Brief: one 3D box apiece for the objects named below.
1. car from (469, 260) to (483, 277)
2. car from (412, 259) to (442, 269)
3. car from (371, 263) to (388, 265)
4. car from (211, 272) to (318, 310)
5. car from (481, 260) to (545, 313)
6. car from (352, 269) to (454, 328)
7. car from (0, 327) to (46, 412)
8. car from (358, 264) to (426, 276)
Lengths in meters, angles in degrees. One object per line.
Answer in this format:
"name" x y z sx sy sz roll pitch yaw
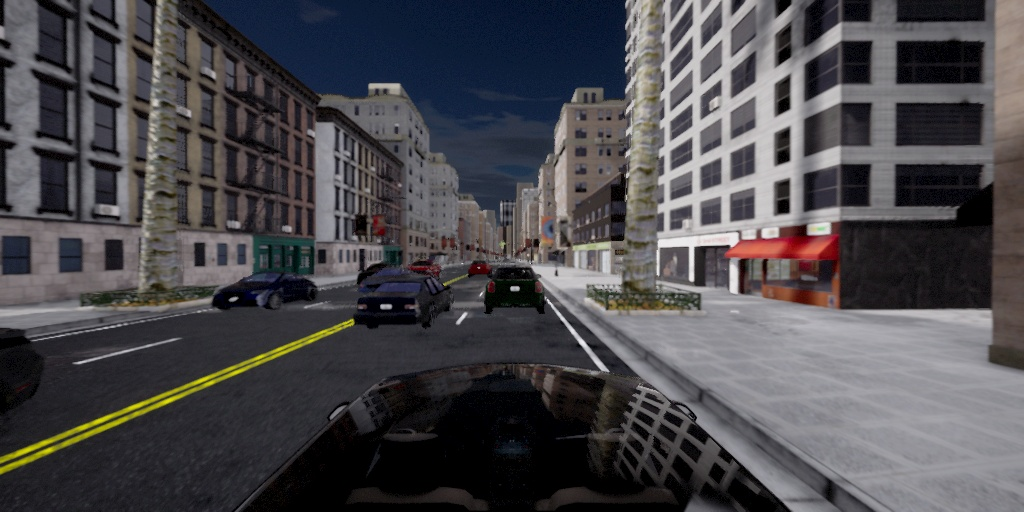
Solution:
"car" -3.147 1.173 36.428 2.097 1.767 4.553 0 0 0
"car" -6.497 0.995 26.570 1.882 1.535 5.008 0 0 0
"car" -9.748 1.305 26.572 1.837 1.490 4.892 0 0 0
"car" -9.841 1.339 14.663 1.994 1.385 4.181 0 0 0
"car" 0.101 1.126 14.197 2.097 1.767 4.553 0 0 0
"car" -3.151 1.317 11.463 2.033 1.411 5.357 0 0 0
"car" -6.593 1.257 2.228 1.837 1.490 4.892 0 0 0
"car" -6.588 1.333 19.896 2.033 1.411 5.357 0 0 0
